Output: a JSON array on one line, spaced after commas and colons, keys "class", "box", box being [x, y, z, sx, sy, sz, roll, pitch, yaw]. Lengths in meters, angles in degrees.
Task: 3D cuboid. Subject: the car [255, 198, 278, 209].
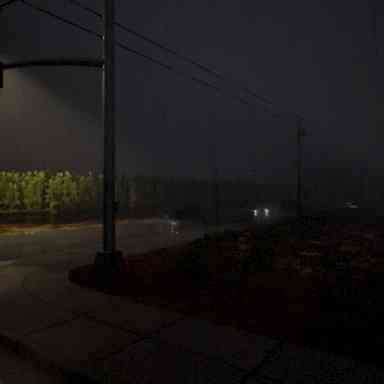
[{"class": "car", "box": [10.395, 1.520, 46.148, 1.882, 1.535, 5.008, 0, 0, 33]}]

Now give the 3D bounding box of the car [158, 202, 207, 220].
[{"class": "car", "box": [-0.678, 1.587, 28.930, 2.033, 1.411, 5.357, 0, 0, 33]}]
